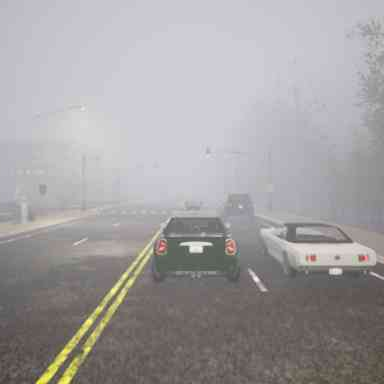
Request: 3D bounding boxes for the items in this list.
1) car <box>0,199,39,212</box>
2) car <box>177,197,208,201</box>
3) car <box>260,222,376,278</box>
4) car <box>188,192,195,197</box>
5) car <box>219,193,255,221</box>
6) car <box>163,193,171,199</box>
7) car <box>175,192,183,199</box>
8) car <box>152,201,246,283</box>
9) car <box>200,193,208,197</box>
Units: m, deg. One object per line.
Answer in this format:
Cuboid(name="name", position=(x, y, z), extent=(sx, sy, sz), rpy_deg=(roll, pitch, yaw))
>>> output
Cuboid(name="car", position=(-19.975, 1.630, 38.280), extent=(4.313, 1.339, 1.947), rpy_deg=(-1, 2, 0))
Cuboid(name="car", position=(0.086, 1.362, 25.462), extent=(2.128, 1.511, 4.902), rpy_deg=(0, 0, 0))
Cuboid(name="car", position=(3.346, 1.548, 9.954), extent=(1.895, 1.301, 4.718), rpy_deg=(0, 0, 0))
Cuboid(name="car", position=(-0.050, 1.042, 87.473), extent=(1.812, 1.442, 4.674), rpy_deg=(0, 0, 0))
Cuboid(name="car", position=(3.337, 1.090, 25.478), extent=(2.150, 2.045, 5.566), rpy_deg=(0, 0, 0))
Cuboid(name="car", position=(-6.550, 1.055, 86.031), extent=(1.837, 1.490, 4.892), rpy_deg=(0, 0, 0))
Cuboid(name="car", position=(-3.300, 0.909, 86.062), extent=(2.097, 1.767, 4.553), rpy_deg=(0, 0, 0))
Cuboid(name="car", position=(0.094, 1.303, 9.660), extent=(2.097, 1.767, 4.553), rpy_deg=(0, 0, 0))
Cuboid(name="car", position=(3.199, 0.979, 87.059), extent=(1.882, 1.535, 5.008), rpy_deg=(0, 0, 0))
